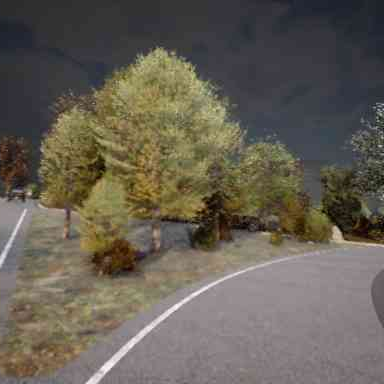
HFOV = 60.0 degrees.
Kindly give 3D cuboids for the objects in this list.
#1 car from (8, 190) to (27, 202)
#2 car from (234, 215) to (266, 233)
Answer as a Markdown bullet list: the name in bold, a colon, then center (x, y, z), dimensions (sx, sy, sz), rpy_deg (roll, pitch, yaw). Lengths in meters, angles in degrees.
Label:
- **car**: center (-22.157, 0.475, 42.304), dimensions (1.837, 1.490, 4.892), rpy_deg (4, -2, -25)
- **car**: center (3.008, 1.874, 23.735), dimensions (4.553, 1.767, 2.097), rpy_deg (5, -6, 8)
